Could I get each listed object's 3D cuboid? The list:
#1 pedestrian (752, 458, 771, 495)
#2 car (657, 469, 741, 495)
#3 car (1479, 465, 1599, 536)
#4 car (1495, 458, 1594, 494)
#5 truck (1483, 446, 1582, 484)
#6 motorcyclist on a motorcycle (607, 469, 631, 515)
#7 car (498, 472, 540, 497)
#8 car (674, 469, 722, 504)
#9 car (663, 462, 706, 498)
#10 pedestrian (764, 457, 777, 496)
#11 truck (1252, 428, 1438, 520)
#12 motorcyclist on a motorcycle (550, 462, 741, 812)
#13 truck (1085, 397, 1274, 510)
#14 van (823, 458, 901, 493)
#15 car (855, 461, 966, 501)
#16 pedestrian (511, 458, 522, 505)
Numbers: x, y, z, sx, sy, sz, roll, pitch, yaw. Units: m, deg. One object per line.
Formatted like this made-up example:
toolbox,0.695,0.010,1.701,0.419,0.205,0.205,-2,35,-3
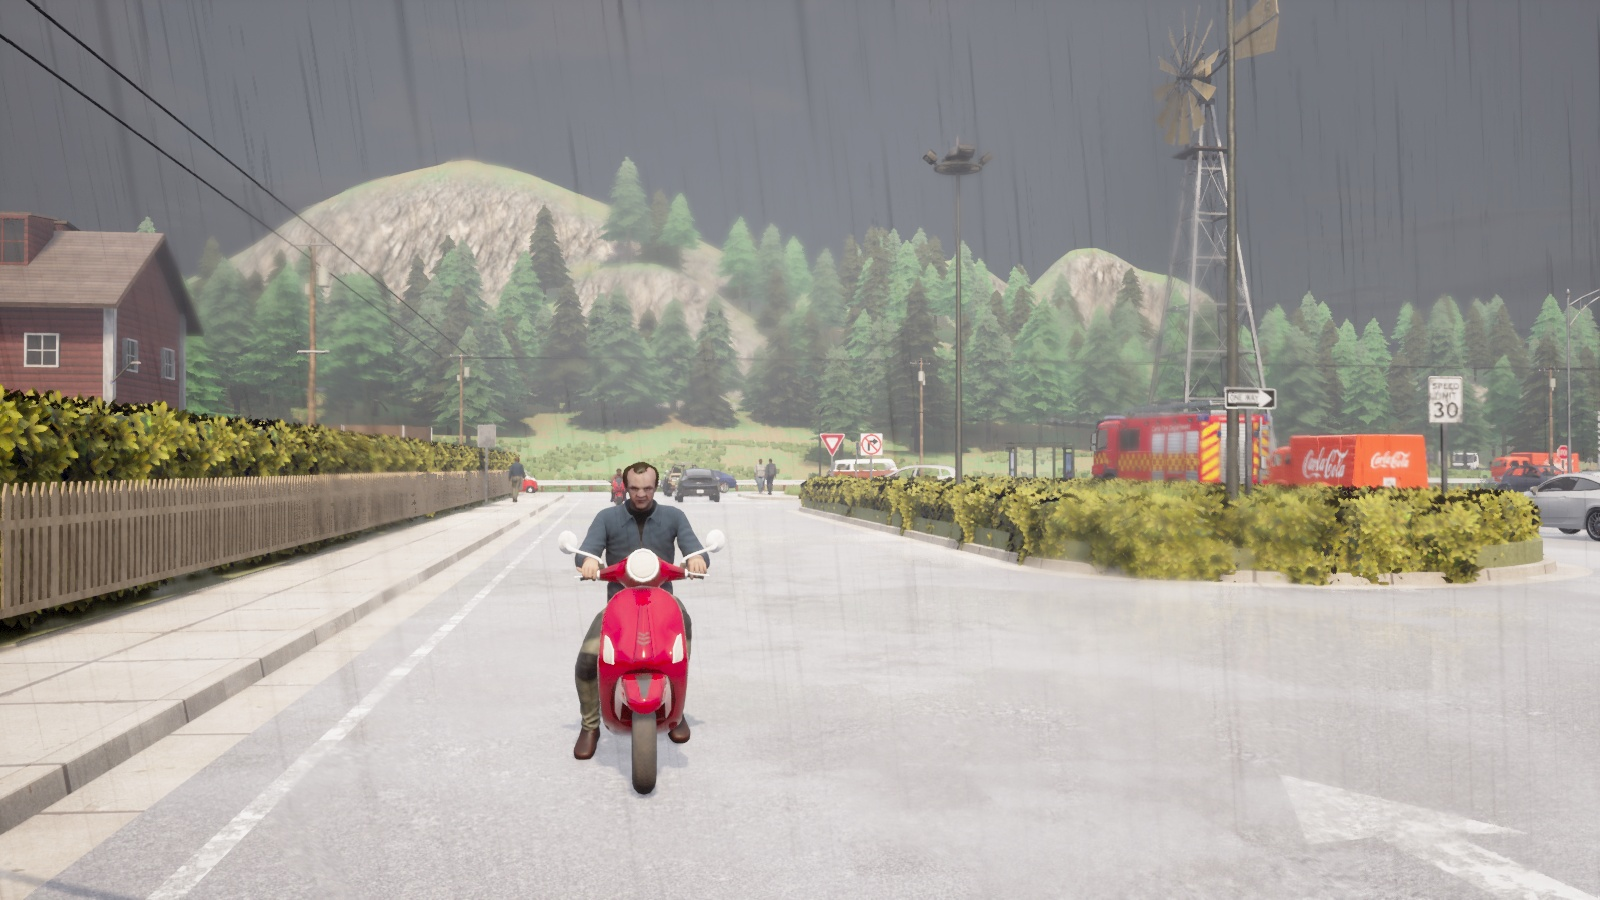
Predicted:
pedestrian,-1.994,1.350,64.401,0.874,1.855,0.900,0,-1,-8
car,-6.051,1.899,75.096,4.674,1.442,1.812,0,-1,-26
car,17.195,1.056,27.343,1.812,1.442,4.674,0,-1,-8
car,34.889,1.198,58.983,1.851,1.617,3.988,0,-1,-9
truck,48.856,1.024,83.830,5.204,2.467,2.627,0,-1,-8
motorcyclist on a motorcycle,-6.271,1.435,43.594,0.797,1.523,2.044,0,-1,-8
car,-15.905,1.961,71.096,2.207,1.376,1.481,-1,-1,-8
car,-4.647,1.618,56.599,1.837,1.490,4.892,0,-1,-8
car,-6.175,1.578,66.621,1.932,1.855,4.605,0,-1,-9
pedestrian,-1.472,1.318,62.356,0.423,1.949,0.788,0,-1,-21
truck,15.742,0.682,36.715,2.627,2.467,5.204,0,-1,-8
motorcyclist on a motorcycle,-0.841,0.865,6.701,0.866,1.590,1.817,0,-1,-8
truck,13.911,0.158,46.998,2.891,3.827,8.468,0,-1,-13
van,3.785,1.538,77.430,4.480,2.038,2.069,-1,-1,-8
car,4.821,1.345,54.410,4.611,1.667,2.242,-1,-1,10
pedestrian,-11.211,1.232,49.617,0.370,1.835,0.726,0,-1,-9
